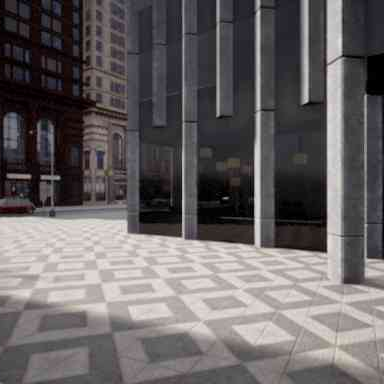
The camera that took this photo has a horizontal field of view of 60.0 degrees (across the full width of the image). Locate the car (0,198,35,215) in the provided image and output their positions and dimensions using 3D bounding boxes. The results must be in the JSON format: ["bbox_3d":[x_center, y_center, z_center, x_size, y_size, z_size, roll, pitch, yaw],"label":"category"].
[{"bbox_3d":[-17.420,1.377,31.456,2.097,1.767,4.553,0,0,36],"label":"car"}]
